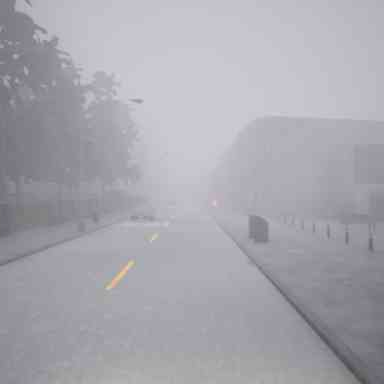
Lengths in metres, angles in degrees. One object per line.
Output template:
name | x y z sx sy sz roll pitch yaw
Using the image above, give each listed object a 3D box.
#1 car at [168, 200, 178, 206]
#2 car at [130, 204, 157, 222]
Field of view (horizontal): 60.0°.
car | -4.043 2.394 70.197 1.994 1.385 4.181 0 -1 0
car | -4.088 1.782 28.777 1.812 1.442 4.674 0 0 0
